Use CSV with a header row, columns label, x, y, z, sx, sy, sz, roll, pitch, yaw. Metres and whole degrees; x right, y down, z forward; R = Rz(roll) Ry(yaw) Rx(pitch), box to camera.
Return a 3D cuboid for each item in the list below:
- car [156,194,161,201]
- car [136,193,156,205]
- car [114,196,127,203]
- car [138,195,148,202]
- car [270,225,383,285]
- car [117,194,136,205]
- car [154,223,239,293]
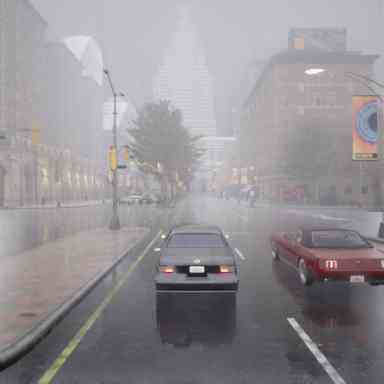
label,x,y,z,sx,sy,sz,roll,pitch,yaw
car,-8.079,1.526,68.995,1.812,1.442,4.674,0,0,0
car,-8.125,1.491,59.227,2.128,1.511,4.902,0,0,0
car,-14.829,1.595,69.203,1.895,1.301,4.718,0,0,0
car,-11.591,1.524,79.217,1.812,1.442,4.674,0,0,0
car,3.590,1.601,9.442,1.895,1.301,4.718,0,0,0
car,-11.624,1.526,58.937,1.812,1.442,4.674,0,0,0
car,0.091,1.547,8.958,2.033,1.411,5.357,0,0,0
